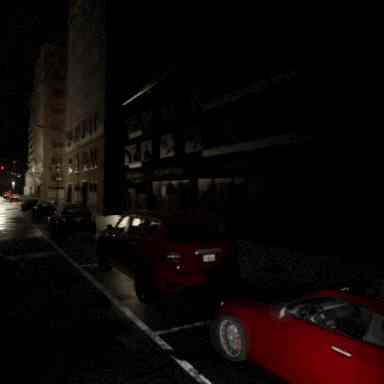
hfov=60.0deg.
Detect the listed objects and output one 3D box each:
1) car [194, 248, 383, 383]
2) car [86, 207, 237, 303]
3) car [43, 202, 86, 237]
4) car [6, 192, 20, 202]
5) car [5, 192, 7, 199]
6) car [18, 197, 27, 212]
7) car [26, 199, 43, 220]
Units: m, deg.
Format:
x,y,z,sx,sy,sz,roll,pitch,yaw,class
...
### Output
x,y,z,sx,sy,sz,roll,pitch,yaw,class
1.912,1.621,3.658,1.802,1.307,4.206,1,0,-31,car
-0.890,1.329,8.391,2.192,1.841,5.009,1,0,-31,car
-6.503,1.405,17.855,1.967,1.590,4.097,1,0,-31,car
-36.614,1.186,68.704,1.967,1.590,4.097,1,0,-31,car
-42.116,1.270,78.018,2.008,1.369,4.403,1,0,-31,car
-17.728,1.436,36.783,1.947,1.339,4.313,1,0,-31,car
-12.117,1.467,27.319,2.008,1.369,4.403,1,0,-31,car
